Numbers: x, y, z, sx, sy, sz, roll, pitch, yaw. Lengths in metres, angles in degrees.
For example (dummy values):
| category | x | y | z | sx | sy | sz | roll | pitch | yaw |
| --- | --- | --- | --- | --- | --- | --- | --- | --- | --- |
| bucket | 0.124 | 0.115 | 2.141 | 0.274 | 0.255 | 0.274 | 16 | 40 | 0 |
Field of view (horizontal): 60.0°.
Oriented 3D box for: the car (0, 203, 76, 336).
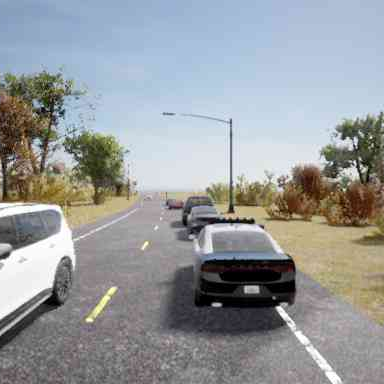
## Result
| category | x | y | z | sx | sy | sz | roll | pitch | yaw |
| --- | --- | --- | --- | --- | --- | --- | --- | --- | --- |
| car | -3.589 | 1.234 | 5.109 | 2.150 | 2.045 | 5.566 | 0 | 0 | -1 |

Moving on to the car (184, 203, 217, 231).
| category | x | y | z | sx | sy | sz | roll | pitch | yaw |
| --- | --- | --- | --- | --- | --- | --- | --- | --- | --- |
| car | 0.660 | 1.548 | 18.130 | 1.837 | 1.490 | 4.892 | 0 | 0 | -2 |

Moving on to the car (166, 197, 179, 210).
| category | x | y | z | sx | sy | sz | roll | pitch | yaw |
| --- | --- | --- | --- | --- | --- | --- | --- | --- | --- |
| car | -2.185 | 1.662 | 45.443 | 1.994 | 1.385 | 4.181 | 0 | 0 | -5 |

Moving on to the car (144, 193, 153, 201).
| category | x | y | z | sx | sy | sz | roll | pitch | yaw |
| --- | --- | --- | --- | --- | --- | --- | --- | --- | --- |
| car | -11.975 | 1.394 | 92.269 | 2.150 | 2.045 | 5.566 | 0 | 0 | -8 |

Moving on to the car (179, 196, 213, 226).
| category | x | y | z | sx | sy | sz | roll | pitch | yaw |
| --- | --- | --- | --- | --- | --- | --- | --- | --- | --- |
| car | 0.377 | 1.276 | 24.188 | 2.150 | 2.045 | 5.566 | 0 | 0 | -3 |

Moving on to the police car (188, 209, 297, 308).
| category | x | y | z | sx | sy | sz | roll | pitch | yaw |
| --- | --- | --- | --- | --- | --- | --- | --- | --- | --- |
| police car | 0.957 | 1.445 | 8.189 | 1.930 | 1.638 | 5.238 | 0 | 0 | -1 |
